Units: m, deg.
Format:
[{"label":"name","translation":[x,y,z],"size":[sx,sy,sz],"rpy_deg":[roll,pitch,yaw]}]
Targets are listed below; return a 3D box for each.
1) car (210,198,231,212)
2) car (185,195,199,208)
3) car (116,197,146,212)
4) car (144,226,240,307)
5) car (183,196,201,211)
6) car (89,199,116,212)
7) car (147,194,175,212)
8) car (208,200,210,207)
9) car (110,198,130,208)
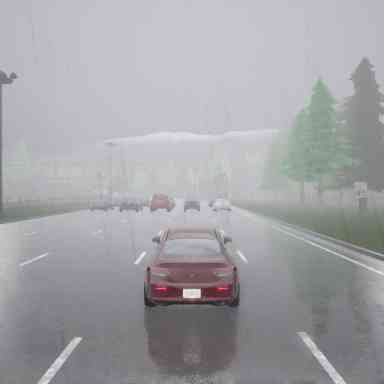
[{"label":"car","translation":[3.497,1.530,39.048],"size":[1.812,1.442,4.674],"rpy_deg":[0,0,0]},{"label":"car","translation":[-0.003,1.357,50.090],"size":[2.097,1.767,4.553],"rpy_deg":[0,0,0]},{"label":"car","translation":[-7.008,1.356,38.663],"size":[2.097,1.767,4.553],"rpy_deg":[0,0,0]},{"label":"car","translation":[-0.003,1.526,7.847],"size":[1.812,1.442,4.674],"rpy_deg":[0,0,0]},{"label":"car","translation":[0.005,1.509,39.990],"size":[1.837,1.490,4.892],"rpy_deg":[0,0,0]},{"label":"car","translation":[-10.504,1.605,39.028],"size":[1.895,1.301,4.718],"rpy_deg":[0,0,0]},{"label":"car","translation":[-3.507,1.225,38.573],"size":[2.150,2.045,5.566],"rpy_deg":[0,0,0]},{"label":"car","translation":[3.488,1.569,49.343],"size":[1.994,1.385,4.181],"rpy_deg":[0,0,1]},{"label":"car","translation":[-10.504,1.569,48.942],"size":[1.994,1.385,4.181],"rpy_deg":[0,0,0]}]
